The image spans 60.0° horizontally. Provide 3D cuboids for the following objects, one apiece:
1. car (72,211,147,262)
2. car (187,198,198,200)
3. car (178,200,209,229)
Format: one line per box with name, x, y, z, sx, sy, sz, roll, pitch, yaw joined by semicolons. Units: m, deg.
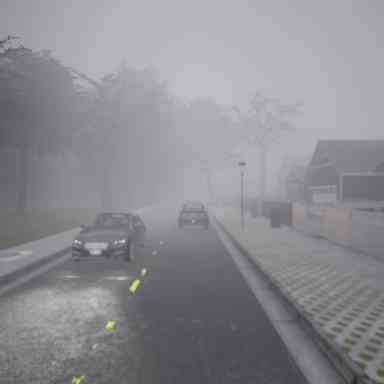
car;-2.806;1.494;12.187;2.128;1.511;4.902;0;0;0
car;0.099;1.556;42.272;2.128;1.511;4.902;0;0;0
car;0.100;1.501;21.874;2.128;1.511;4.902;0;0;0
